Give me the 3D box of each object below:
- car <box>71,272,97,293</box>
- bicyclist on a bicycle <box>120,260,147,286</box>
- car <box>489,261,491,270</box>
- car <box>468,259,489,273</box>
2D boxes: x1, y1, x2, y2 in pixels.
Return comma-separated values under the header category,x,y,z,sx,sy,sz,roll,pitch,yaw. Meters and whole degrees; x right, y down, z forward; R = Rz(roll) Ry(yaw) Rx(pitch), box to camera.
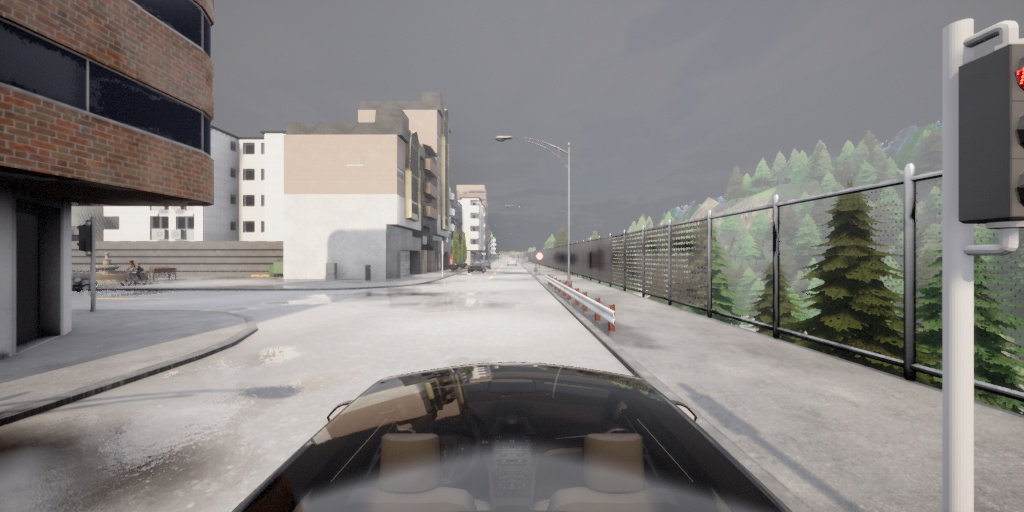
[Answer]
category,x,y,z,sx,sy,sz,roll,pitch,yaw
car,-25.294,1.295,18.824,5.357,1.411,2.033,0,0,0
bicyclist on a bicycle,-24.285,1.096,23.055,0.582,1.620,1.656,0,0,0
car,-4.094,1.235,53.387,2.128,1.511,4.902,0,0,0
car,-4.101,1.345,42.408,1.895,1.301,4.718,0,0,0
